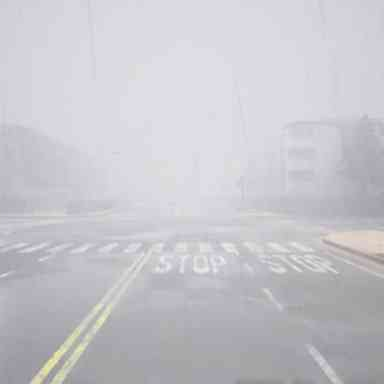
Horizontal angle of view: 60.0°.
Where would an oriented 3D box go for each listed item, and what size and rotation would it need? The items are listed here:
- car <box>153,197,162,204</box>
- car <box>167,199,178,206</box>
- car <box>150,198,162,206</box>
[{"bbox_3d":[-8.015,2.024,76.363,1.812,1.442,4.674,1,0,-10],"label":"car"},{"bbox_3d":[-4.019,2.177,70.396,1.812,1.442,4.674,0,-1,-1],"label":"car"},{"bbox_3d":[-7.501,2.003,69.808,2.097,1.767,4.553,0,-1,-1],"label":"car"}]
